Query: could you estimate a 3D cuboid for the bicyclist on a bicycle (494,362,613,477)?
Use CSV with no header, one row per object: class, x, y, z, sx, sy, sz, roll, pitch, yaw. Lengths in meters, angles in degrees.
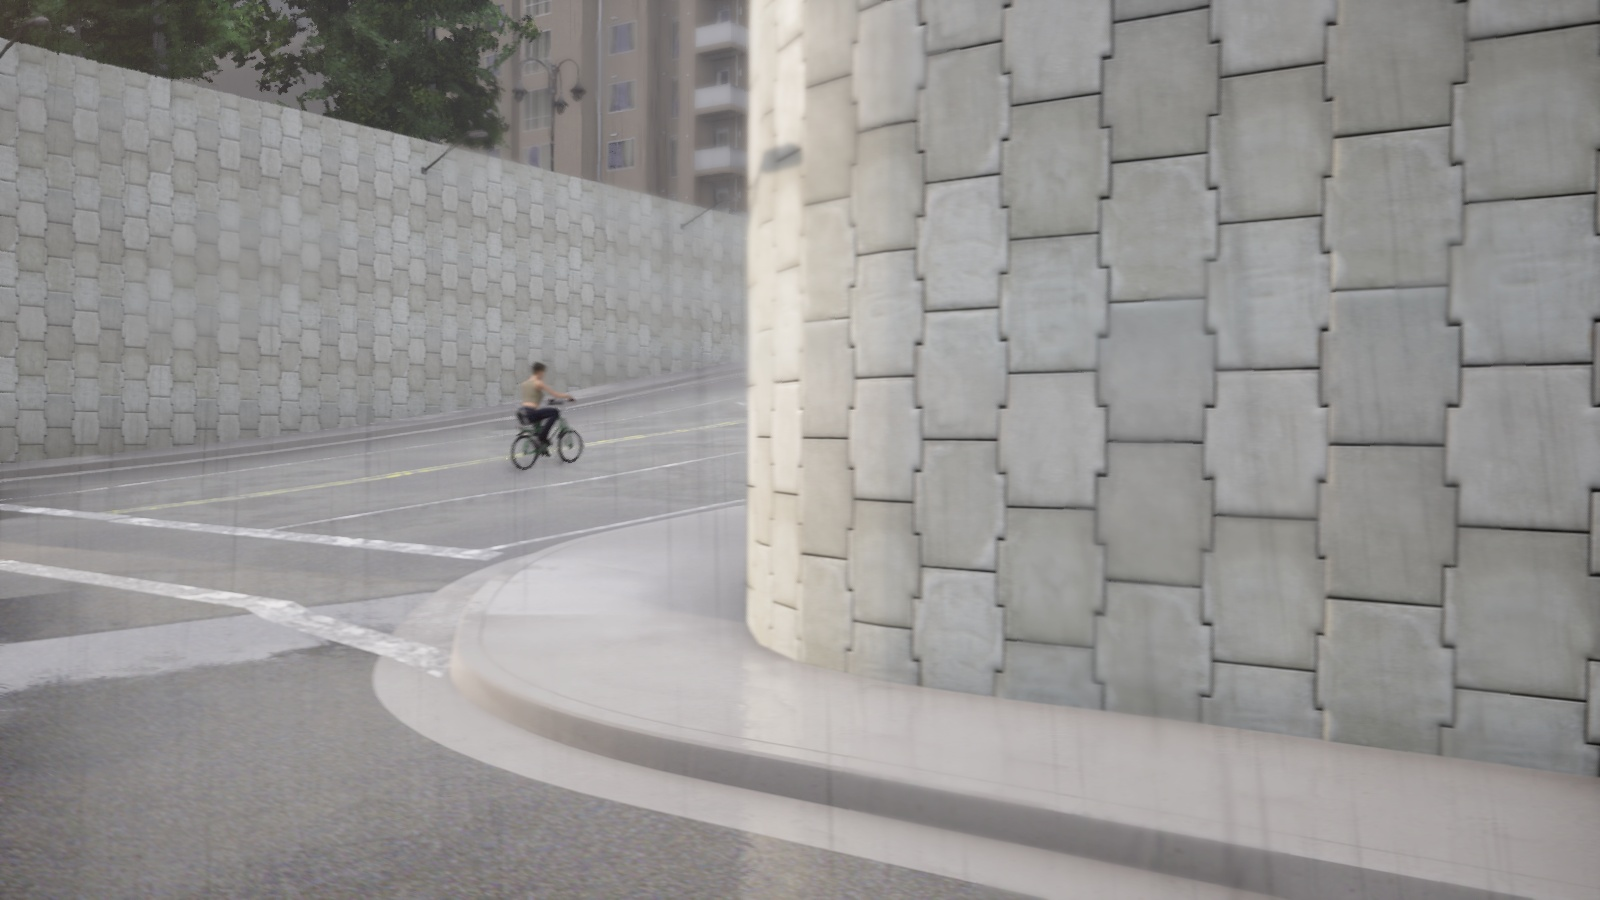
bicyclist on a bicycle,-3.768,-0.485,19.312,0.866,1.612,1.509,0,7,35
